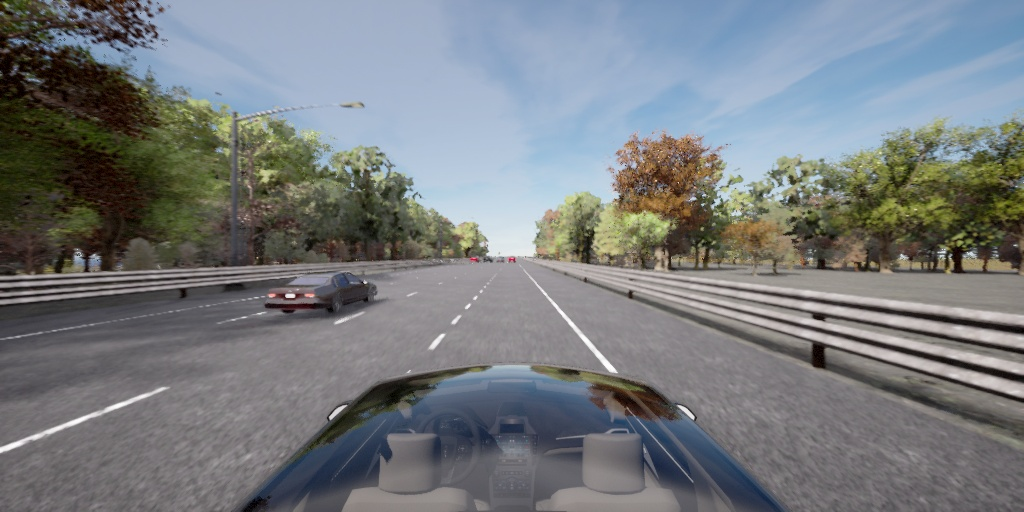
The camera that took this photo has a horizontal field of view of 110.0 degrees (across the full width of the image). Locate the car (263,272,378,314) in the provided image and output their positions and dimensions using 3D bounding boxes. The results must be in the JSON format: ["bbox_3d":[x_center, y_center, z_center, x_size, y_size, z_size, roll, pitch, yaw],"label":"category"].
[{"bbox_3d":[-6.997,1.309,13.825,2.033,1.411,5.357,0,0,0],"label":"car"}]
